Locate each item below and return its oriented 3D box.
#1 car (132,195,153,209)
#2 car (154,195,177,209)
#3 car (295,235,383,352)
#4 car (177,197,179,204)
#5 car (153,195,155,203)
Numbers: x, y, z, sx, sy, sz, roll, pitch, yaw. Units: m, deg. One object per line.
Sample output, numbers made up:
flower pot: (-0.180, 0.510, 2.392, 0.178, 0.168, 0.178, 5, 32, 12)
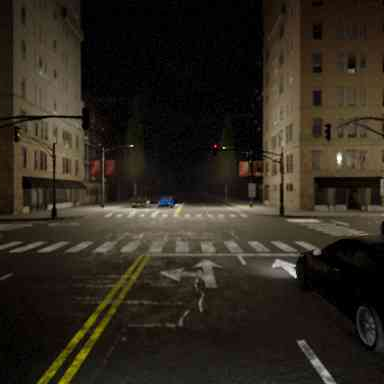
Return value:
car: (-6.587, 1.378, 43.110, 1.837, 1.490, 4.892, 0, 0, 0)
car: (-3.338, 1.352, 42.974, 1.882, 1.535, 5.008, 0, 0, 0)
car: (3.350, 1.509, 5.996, 1.812, 1.442, 4.674, 0, 0, 0)
car: (-3.292, 1.427, 58.742, 1.895, 1.301, 4.718, 0, 0, 1)
car: (-6.545, 1.303, 59.061, 1.882, 1.535, 5.008, 0, 0, 1)
